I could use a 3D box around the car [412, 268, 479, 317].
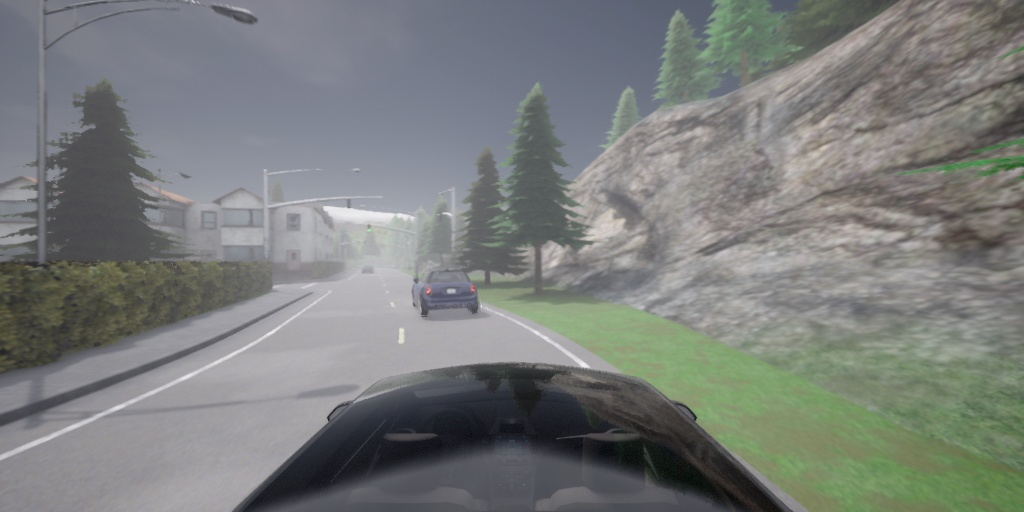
[{"bbox_3d":[-2.838,1.280,14.550,2.097,1.767,4.553,-1,-1,-20],"label":"car"}]

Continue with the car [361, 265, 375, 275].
[{"bbox_3d":[-23.296,2.234,58.126,2.033,1.411,5.357,-1,-1,-20],"label":"car"}]
